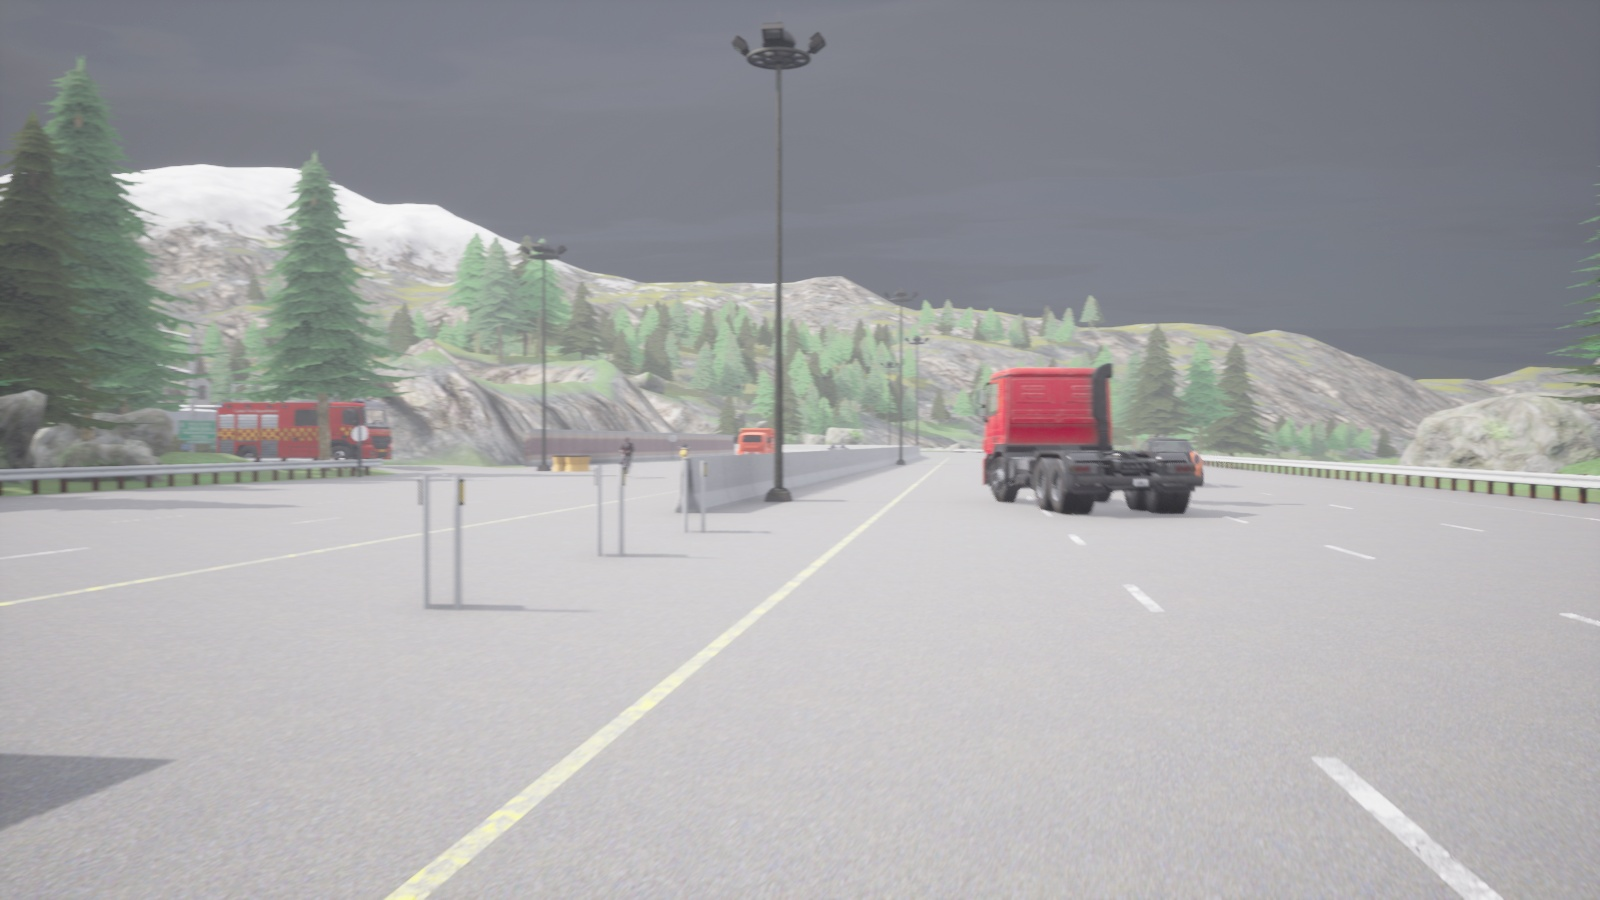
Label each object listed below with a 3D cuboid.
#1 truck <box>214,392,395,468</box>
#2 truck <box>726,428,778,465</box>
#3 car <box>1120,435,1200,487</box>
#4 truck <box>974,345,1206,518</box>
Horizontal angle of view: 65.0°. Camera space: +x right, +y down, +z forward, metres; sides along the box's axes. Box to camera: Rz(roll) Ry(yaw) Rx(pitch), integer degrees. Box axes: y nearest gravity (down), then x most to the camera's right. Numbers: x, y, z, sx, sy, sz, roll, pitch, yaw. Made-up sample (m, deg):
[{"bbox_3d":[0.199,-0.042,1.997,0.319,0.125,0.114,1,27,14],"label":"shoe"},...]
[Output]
[{"bbox_3d":[-25.791,-1.040,65.555,8.468,3.827,2.891,0,0,7],"label":"truck"},{"bbox_3d":[-3.197,-0.229,84.845,2.627,2.467,5.204,0,0,7],"label":"truck"},{"bbox_3d":[12.809,0.372,44.938,2.097,1.767,4.553,0,0,7],"label":"car"},{"bbox_3d":[6.380,-0.391,29.175,2.891,3.462,7.936,0,0,-5],"label":"truck"}]
